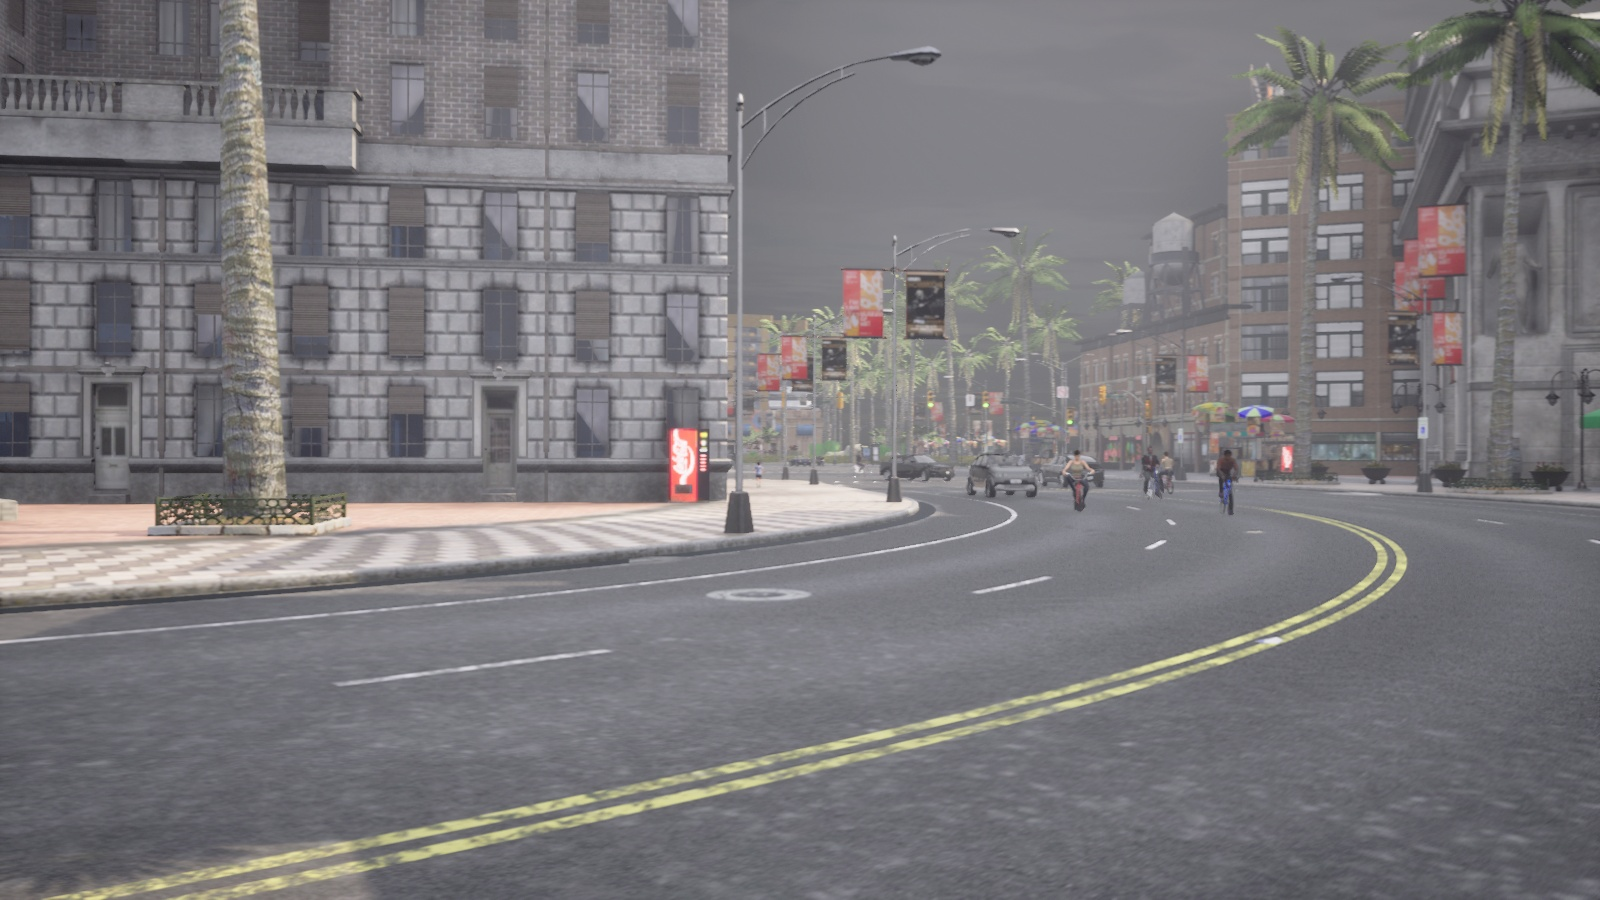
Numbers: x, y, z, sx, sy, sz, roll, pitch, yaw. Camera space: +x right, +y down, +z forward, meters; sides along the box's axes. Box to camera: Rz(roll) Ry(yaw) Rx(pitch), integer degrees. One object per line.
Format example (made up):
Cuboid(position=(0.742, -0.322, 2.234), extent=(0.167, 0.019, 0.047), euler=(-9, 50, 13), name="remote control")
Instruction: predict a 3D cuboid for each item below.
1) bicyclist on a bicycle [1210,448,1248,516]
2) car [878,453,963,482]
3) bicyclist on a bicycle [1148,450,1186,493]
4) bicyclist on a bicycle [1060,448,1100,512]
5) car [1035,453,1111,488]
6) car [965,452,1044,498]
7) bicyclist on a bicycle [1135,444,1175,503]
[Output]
Cuboid(position=(10.521, 0.774, 30.837), extent=(0.582, 1.620, 1.656), euler=(0, 0, 8), name="bicyclist on a bicycle")
Cuboid(position=(6.662, 0.943, 69.946), extent=(1.882, 1.535, 5.008), euler=(0, 0, -36), name="car")
Cuboid(position=(13.788, 0.805, 47.231), extent=(0.866, 1.612, 1.509), euler=(0, -1, -6), name="bicyclist on a bicycle")
Cuboid(position=(7.237, 0.772, 32.531), extent=(0.866, 1.612, 1.509), euler=(-1, 0, 7), name="bicyclist on a bicycle")
Cuboid(position=(12.522, 0.914, 57.877), extent=(1.837, 1.490, 4.892), euler=(0, 0, -8), name="car")
Cuboid(position=(7.129, 0.854, 44.123), extent=(1.789, 1.549, 3.705), euler=(0, 0, -7), name="car")
Cuboid(position=(11.028, 0.718, 39.038), extent=(0.659, 1.776, 1.843), euler=(0, 0, -2), name="bicyclist on a bicycle")
